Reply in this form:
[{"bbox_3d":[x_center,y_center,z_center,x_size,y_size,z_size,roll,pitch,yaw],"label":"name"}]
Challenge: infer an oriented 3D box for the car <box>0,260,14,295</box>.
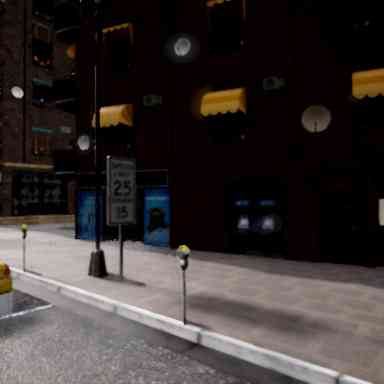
[{"bbox_3d":[-5.768,1.543,7.496,4.829,1.417,1.752,0,-2,39],"label":"car"}]
